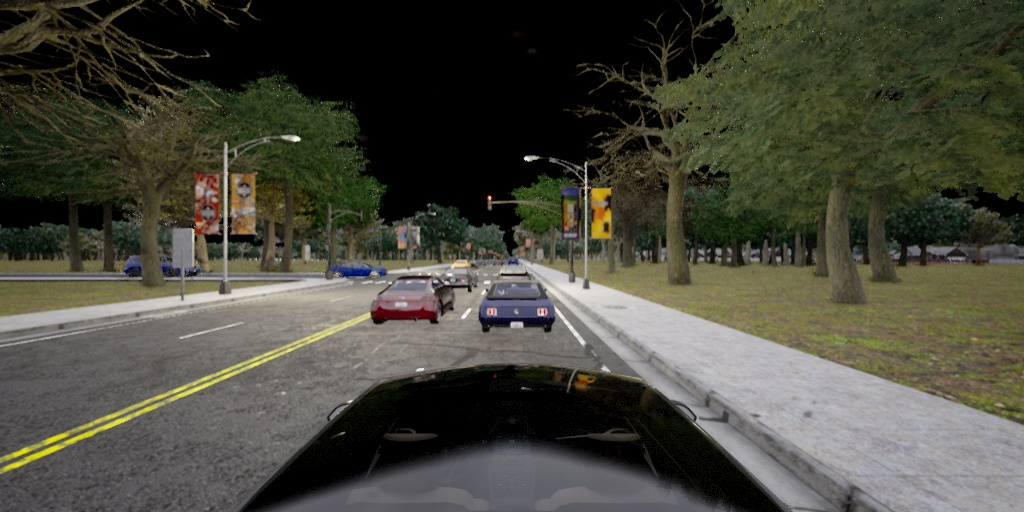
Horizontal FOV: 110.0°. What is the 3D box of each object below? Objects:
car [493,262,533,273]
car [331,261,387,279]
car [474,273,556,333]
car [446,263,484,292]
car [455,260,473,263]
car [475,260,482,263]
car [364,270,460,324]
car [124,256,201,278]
[{"bbox_3d":[0.136,1.263,20.020,2.128,1.511,4.902,0,0,1],"label":"car"},{"bbox_3d":[-13.946,1.258,32.477,5.008,1.535,1.882,0,0,-6],"label":"car"},{"bbox_3d":[0.127,1.361,10.766,1.895,1.301,4.718,0,0,0],"label":"car"},{"bbox_3d":[-3.090,1.320,21.244,2.033,1.411,5.357,0,0,0],"label":"car"},{"bbox_3d":[-6.458,1.287,46.043,1.882,1.535,5.008,0,0,0],"label":"car"},{"bbox_3d":[-6.404,1.431,57.771,1.895,1.301,4.718,0,0,0],"label":"car"},{"bbox_3d":[-3.112,1.325,12.003,1.994,1.385,4.181,0,0,-1],"label":"car"},{"bbox_3d":[-31.257,0.974,32.164,5.566,2.045,2.150,0,0,0],"label":"car"}]
